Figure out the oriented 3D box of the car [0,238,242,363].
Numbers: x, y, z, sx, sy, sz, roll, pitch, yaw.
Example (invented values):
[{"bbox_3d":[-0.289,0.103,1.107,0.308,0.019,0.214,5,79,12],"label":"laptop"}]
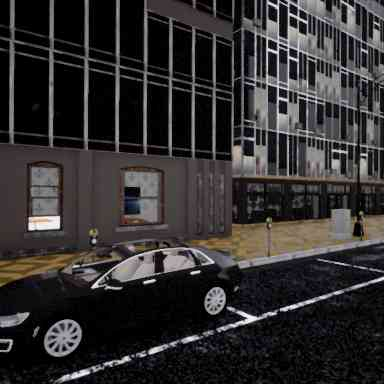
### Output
[{"bbox_3d":[-1.072,1.550,5.786,4.403,1.369,2.008,0,0,-35],"label":"car"}]
